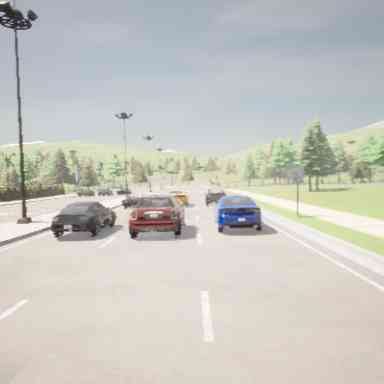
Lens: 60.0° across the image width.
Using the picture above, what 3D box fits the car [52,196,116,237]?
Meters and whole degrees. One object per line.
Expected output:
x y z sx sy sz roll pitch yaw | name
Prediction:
-4.959 1.160 15.646 1.812 1.442 4.674 -2 2 1 | car

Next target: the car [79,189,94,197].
-19.894 0.149 62.807 1.994 1.385 4.181 -2 2 0 | car

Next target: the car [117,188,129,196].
-12.892 -0.040 63.054 1.895 1.301 4.718 -2 2 0 | car

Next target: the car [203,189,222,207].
2.105 0.441 30.203 2.128 1.511 4.902 -2 2 1 | car

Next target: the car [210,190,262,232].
2.042 0.885 15.943 1.882 1.535 5.008 -2 2 1 | car

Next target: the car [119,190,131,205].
-4.894 0.773 29.997 1.895 1.301 4.718 -2 2 1 | car

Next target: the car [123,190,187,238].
-1.473 0.894 15.145 2.097 1.767 4.553 -2 2 1 | car

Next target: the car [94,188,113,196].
-16.394 0.040 62.817 1.994 1.385 4.181 -2 2 1 | car
